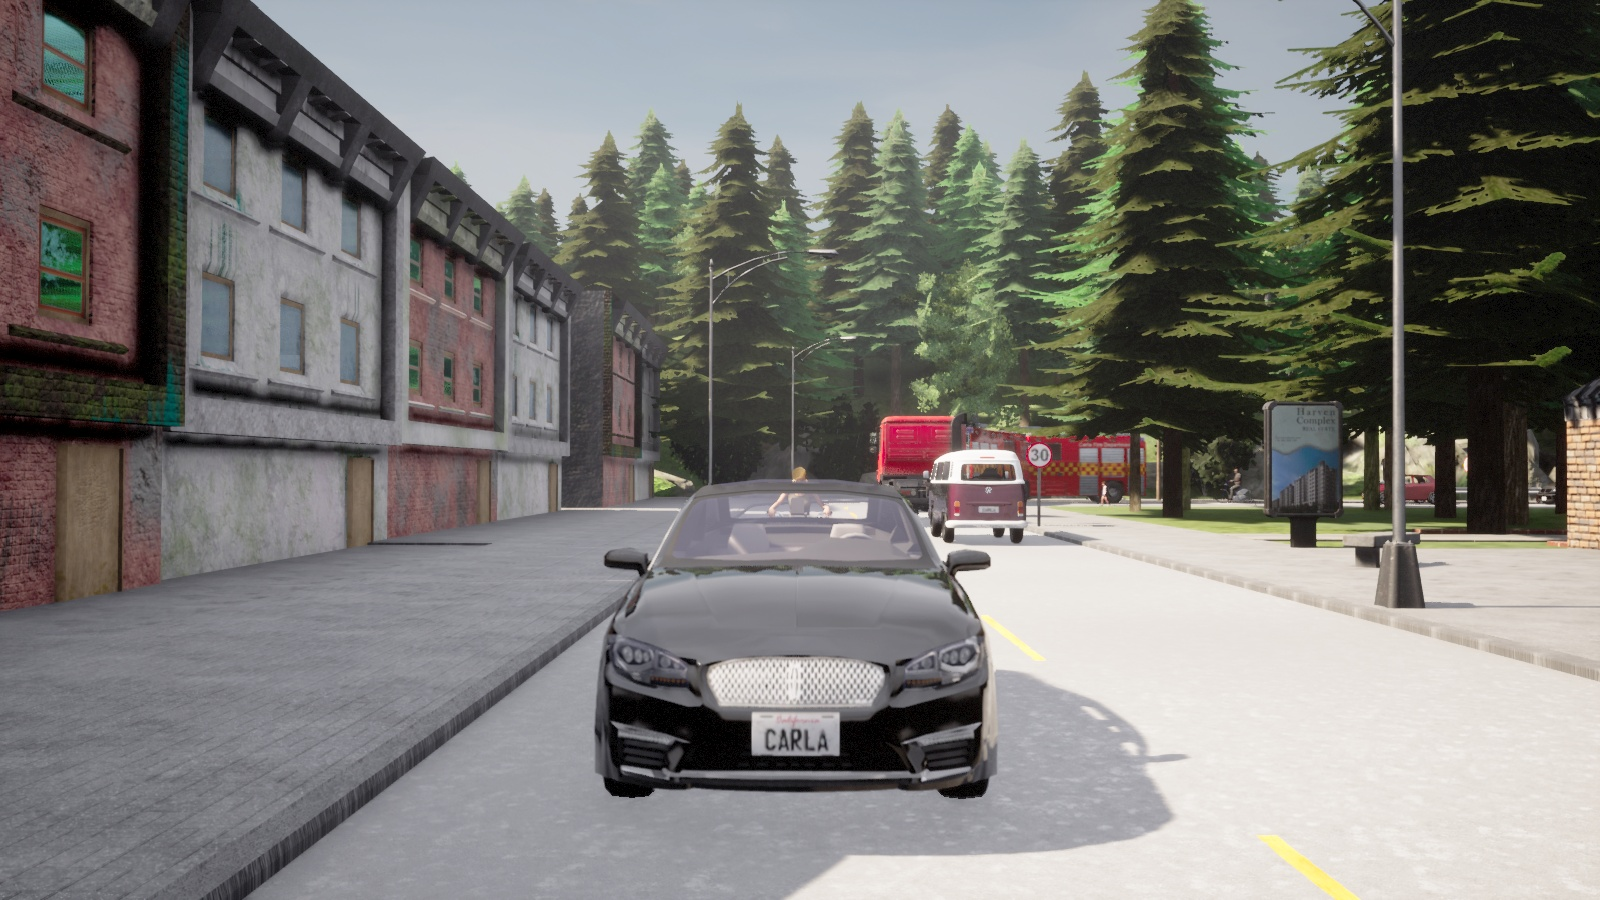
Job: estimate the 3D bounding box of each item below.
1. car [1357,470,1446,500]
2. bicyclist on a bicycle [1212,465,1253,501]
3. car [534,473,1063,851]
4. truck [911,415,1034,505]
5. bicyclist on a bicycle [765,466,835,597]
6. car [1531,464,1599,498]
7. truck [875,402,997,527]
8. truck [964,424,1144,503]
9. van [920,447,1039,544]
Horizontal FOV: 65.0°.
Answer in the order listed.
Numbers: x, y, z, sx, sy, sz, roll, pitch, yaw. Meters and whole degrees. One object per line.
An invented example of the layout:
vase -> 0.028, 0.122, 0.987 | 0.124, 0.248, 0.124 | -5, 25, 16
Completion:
car -> 30.329, 1.769, 63.390 | 3.633, 1.501, 1.845 | 0, -1, 0
bicyclist on a bicycle -> 21.829, 1.659, 63.349 | 1.843, 1.776, 0.659 | 0, -1, 0
car -> -0.007, 0.897, 7.511 | 2.128, 1.511, 4.902 | 0, -1, 0
truck -> 8.112, 0.563, 57.923 | 2.891, 3.827, 8.468 | -1, -2, 27
bicyclist on a bicycle -> 0.003, 1.027, 16.441 | 0.866, 1.612, 1.509 | 0, 0, 0
car -> 39.875, 1.562, 63.444 | 4.611, 1.667, 2.242 | 0, -1, 0
truck -> 4.011, 0.466, 38.741 | 2.891, 3.462, 7.936 | 0, -1, 0
truck -> 12.748, 0.661, 63.458 | 8.468, 3.827, 2.891 | 0, -1, -2
van -> 4.006, 1.003, 28.737 | 2.069, 2.038, 4.480 | 0, -1, 0
